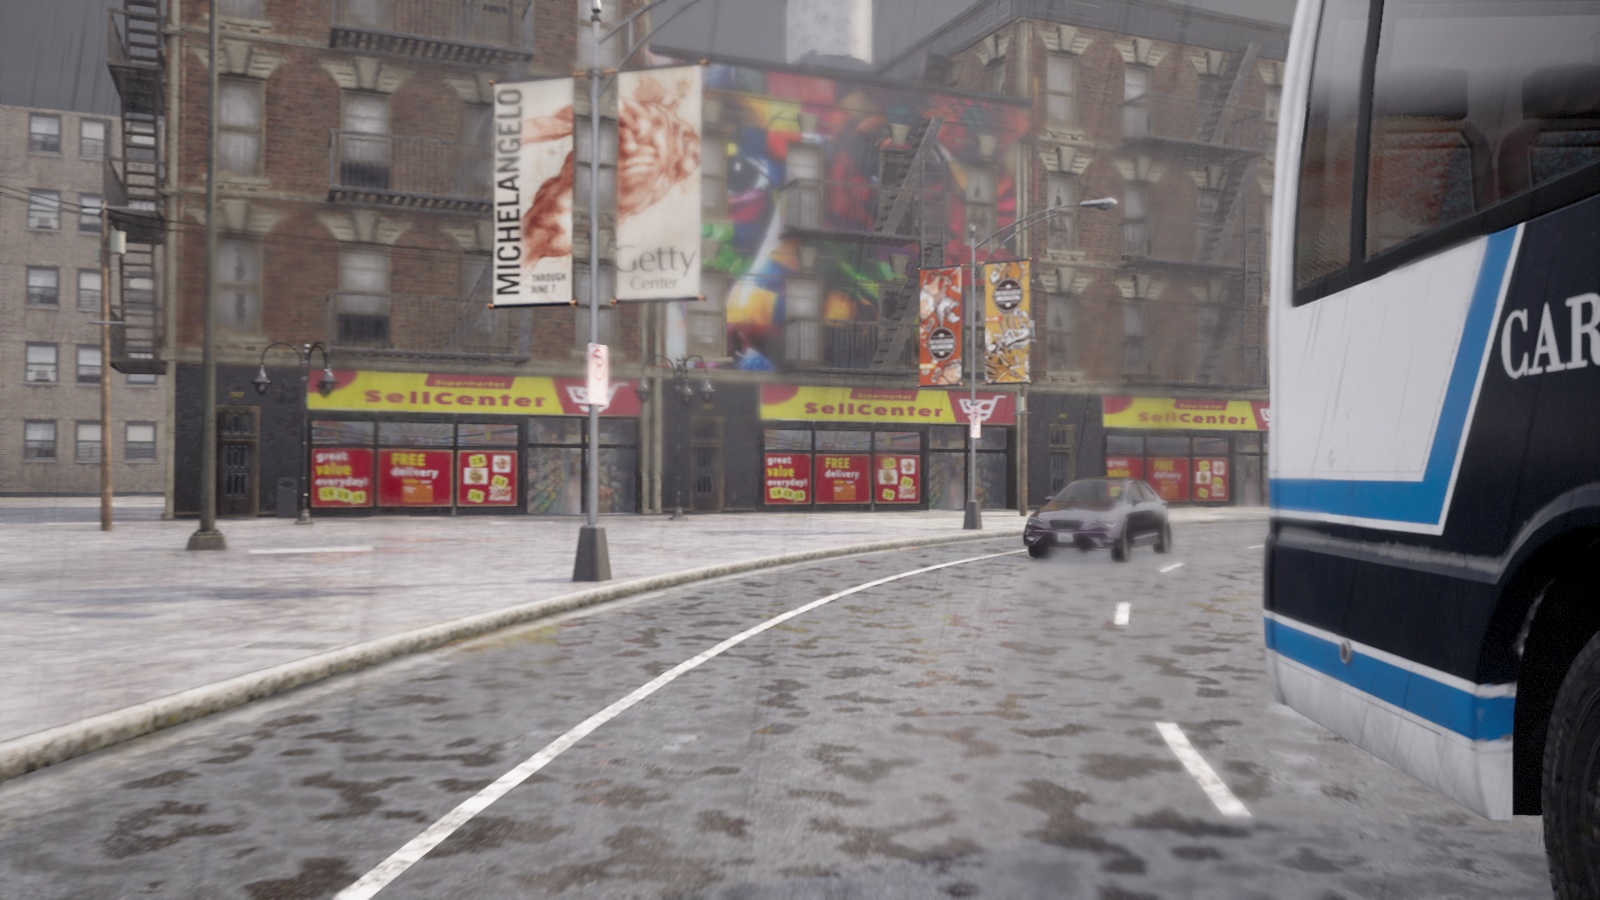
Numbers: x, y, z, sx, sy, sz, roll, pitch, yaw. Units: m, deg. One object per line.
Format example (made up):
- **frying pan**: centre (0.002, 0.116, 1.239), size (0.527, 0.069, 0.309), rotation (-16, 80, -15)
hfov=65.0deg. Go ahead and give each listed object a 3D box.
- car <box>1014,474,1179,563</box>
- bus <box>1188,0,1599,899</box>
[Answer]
- **car**: centre (5.609, 1.201, 23.366), size (1.816, 1.474, 4.193), rotation (-1, -1, 30)
- **bus**: centre (3.433, -0.567, 0.349), size (3.944, 4.253, 10.273), rotation (0, -1, 3)
